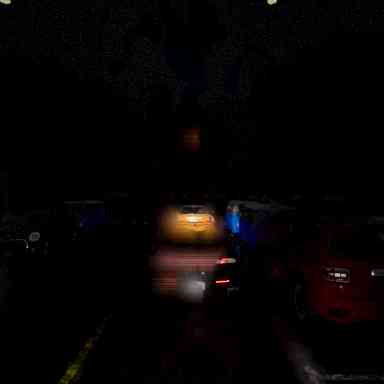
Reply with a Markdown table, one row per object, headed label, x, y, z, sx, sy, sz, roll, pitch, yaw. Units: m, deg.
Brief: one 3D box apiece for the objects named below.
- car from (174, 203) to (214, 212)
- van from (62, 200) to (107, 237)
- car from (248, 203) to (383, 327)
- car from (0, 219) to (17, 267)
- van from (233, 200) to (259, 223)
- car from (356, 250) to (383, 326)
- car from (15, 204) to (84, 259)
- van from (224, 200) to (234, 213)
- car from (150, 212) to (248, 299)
| label | x | y | z | sx | sy | sz | roll | pitch | yaw |
| --- | --- | --- | --- | --- | --- | --- | --- | --- | --- |
| car | 0.109 | 1.353 | 17.505 | 2.097 | 1.767 | 4.553 | 0 | 0 | 1 |
| van | -5.793 | 1.343 | 17.795 | 1.690 | 1.788 | 3.998 | 0 | 0 | 0 |
| car | 2.751 | 1.315 | 6.935 | 2.192 | 1.841 | 5.009 | 0 | 0 | 0 |
| car | -5.774 | 1.526 | 6.750 | 1.752 | 1.417 | 4.829 | 0 | 0 | 0 |
| van | 2.741 | 1.342 | 12.372 | 1.690 | 1.788 | 3.998 | 0 | 0 | 0 |
| car | 2.760 | 1.440 | 1.497 | 1.967 | 1.590 | 4.097 | 0 | 0 | 0 |
| car | -5.784 | 1.441 | 12.358 | 1.967 | 1.590 | 4.097 | 0 | 0 | 0 |
| van | 2.732 | 1.342 | 17.810 | 1.690 | 1.788 | 3.998 | 0 | 0 | 0 |
| car | 0.089 | 1.492 | 8.456 | 2.128 | 1.511 | 4.902 | 0 | 0 | 0 |
